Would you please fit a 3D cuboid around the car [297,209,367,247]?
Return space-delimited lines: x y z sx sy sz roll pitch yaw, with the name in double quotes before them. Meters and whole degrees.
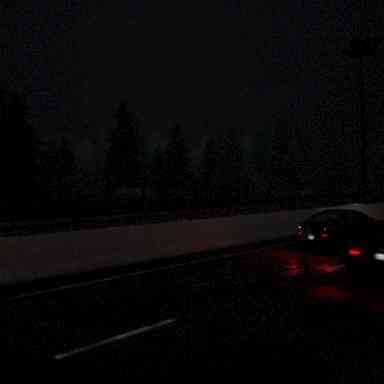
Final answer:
"car" 6.052 1.402 13.291 4.674 1.442 1.812 0 -1 -38

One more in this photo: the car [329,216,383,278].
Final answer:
"car" 6.084 1.417 8.831 5.357 1.411 2.033 -1 0 -39
